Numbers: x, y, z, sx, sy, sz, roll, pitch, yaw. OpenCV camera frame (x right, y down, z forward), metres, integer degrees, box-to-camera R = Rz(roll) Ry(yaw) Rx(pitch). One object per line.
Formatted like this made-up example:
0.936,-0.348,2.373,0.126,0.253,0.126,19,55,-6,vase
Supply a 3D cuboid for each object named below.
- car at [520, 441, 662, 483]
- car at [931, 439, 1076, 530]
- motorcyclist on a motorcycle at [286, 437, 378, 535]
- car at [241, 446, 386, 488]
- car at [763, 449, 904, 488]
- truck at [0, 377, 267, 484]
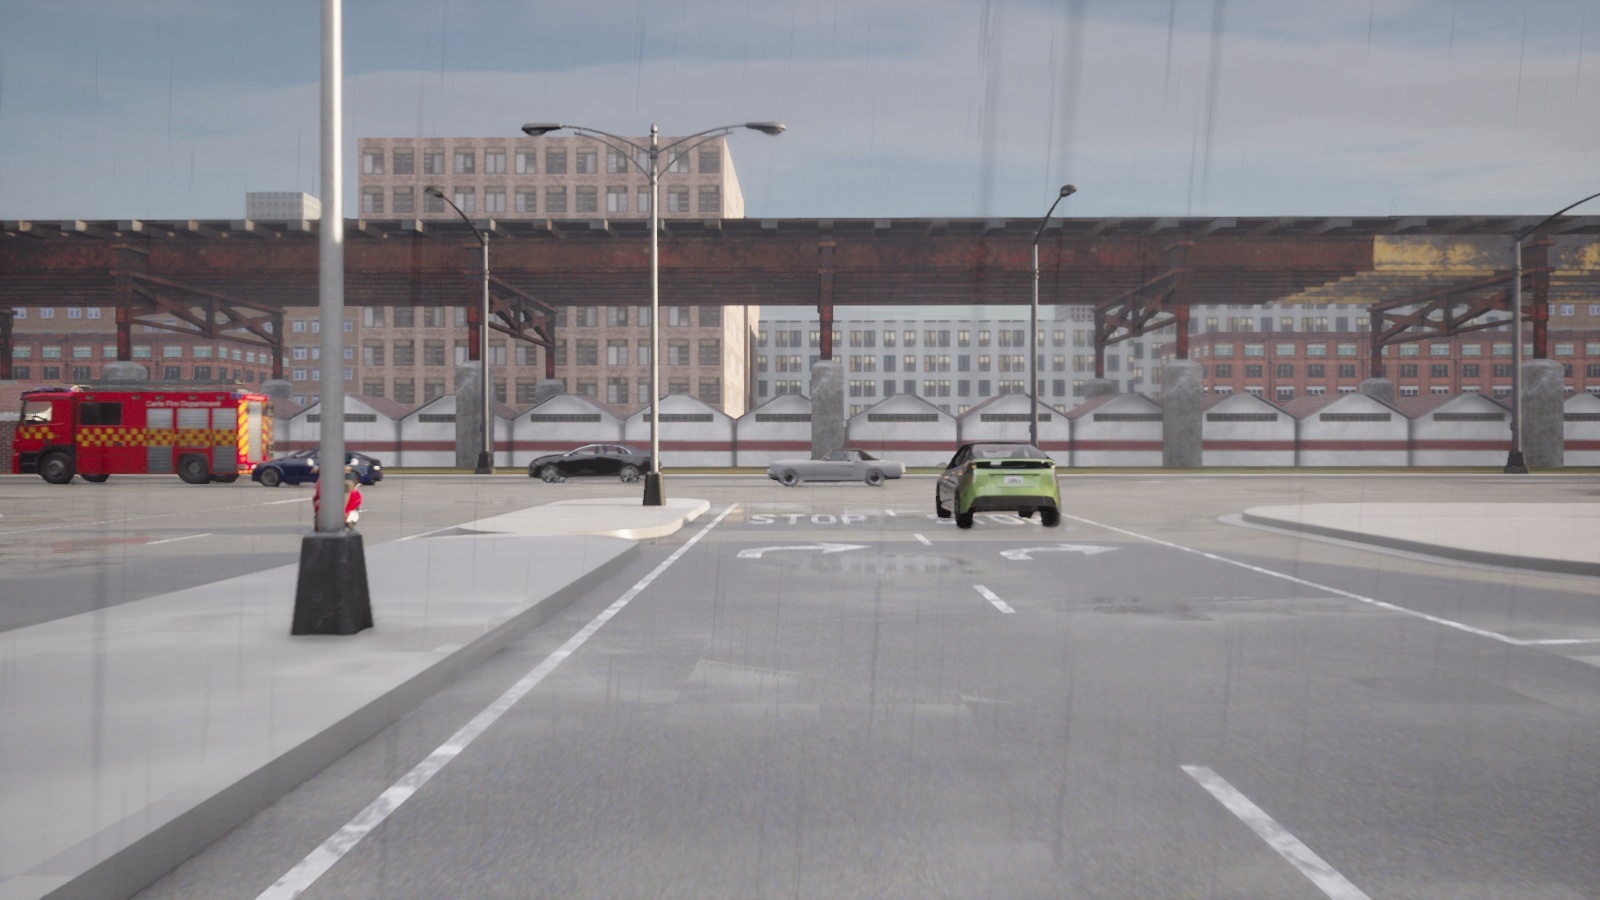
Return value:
-7.657,0.435,46.401,4.902,1.511,2.128,0,0,1,car
3.656,0.564,23.402,2.007,1.525,4.514,0,0,0,car
-7.857,0.574,21.168,0.866,1.590,1.817,0,0,0,motorcyclist on a motorcycle
-16.591,0.554,42.990,4.181,1.385,1.994,0,0,1,car
1.128,0.606,42.816,4.718,1.301,1.895,0,0,1,car
-24.621,-0.701,46.563,8.468,3.827,2.891,0,0,1,truck
